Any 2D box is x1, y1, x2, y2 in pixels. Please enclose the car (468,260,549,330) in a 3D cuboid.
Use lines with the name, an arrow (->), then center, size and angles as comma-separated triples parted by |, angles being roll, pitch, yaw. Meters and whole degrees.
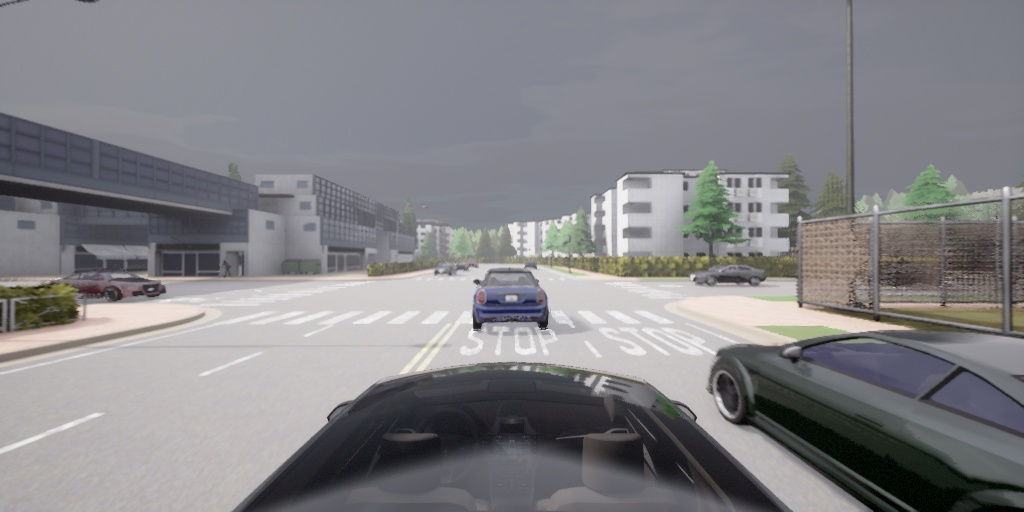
car -> -0.180, 1.144, 11.520 | 2.097, 1.767, 4.553 | 0, 0, -4

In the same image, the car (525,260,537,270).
car -> 3.222, 1.516, 62.166 | 1.837, 1.490, 4.892 | 0, 0, -1

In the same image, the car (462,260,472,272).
car -> -7.365, 1.568, 51.935 | 1.895, 1.301, 4.718 | 0, 0, 0

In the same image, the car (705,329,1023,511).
car -> 3.573, 1.320, 3.094 | 1.994, 1.385, 4.181 | 0, 0, 0

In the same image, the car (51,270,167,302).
car -> -19.010, 1.379, 16.896 | 4.181, 1.385, 1.994 | 0, 0, 0

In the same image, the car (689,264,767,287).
car -> 14.972, 1.325, 25.019 | 4.902, 1.511, 2.128 | 0, 0, 0

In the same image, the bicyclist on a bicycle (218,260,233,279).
bicyclist on a bicycle -> -25.419, 1.185, 31.833 | 0.582, 1.620, 1.656 | 0, 0, 0

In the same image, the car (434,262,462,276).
car -> -7.306, 1.407, 39.783 | 2.128, 1.511, 4.902 | 0, 0, 1

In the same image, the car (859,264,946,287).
car -> 27.193, 1.337, 25.089 | 4.892, 1.490, 1.837 | 0, 0, 0
